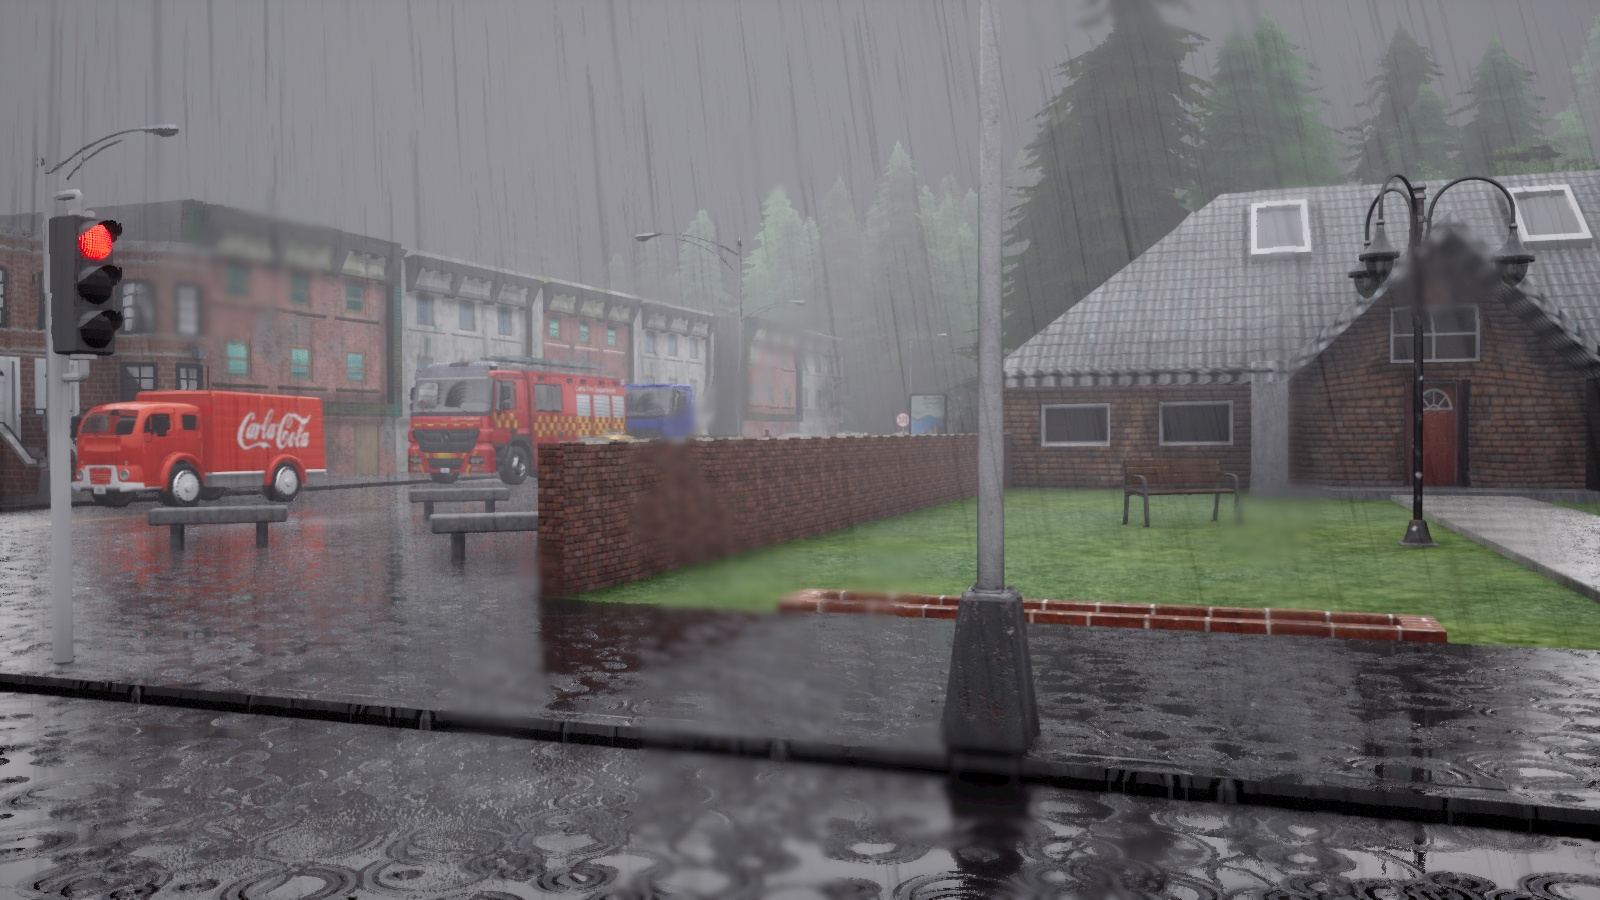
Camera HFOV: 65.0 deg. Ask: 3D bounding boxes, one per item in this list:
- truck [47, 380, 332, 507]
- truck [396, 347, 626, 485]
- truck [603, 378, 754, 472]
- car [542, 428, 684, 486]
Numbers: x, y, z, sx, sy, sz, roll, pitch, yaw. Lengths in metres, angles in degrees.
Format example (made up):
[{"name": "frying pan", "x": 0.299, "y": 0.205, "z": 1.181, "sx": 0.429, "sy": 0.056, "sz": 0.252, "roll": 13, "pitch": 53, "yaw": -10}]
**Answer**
[{"name": "truck", "x": -13.065, "y": -0.134, "z": 27.342, "sx": 2.627, "sy": 2.467, "sz": 5.204, "roll": 1, "pitch": 0, "yaw": 20}, {"name": "truck", "x": -8.723, "y": -1.000, "z": 39.321, "sx": 2.891, "sy": 3.827, "sz": 8.468, "roll": 1, "pitch": 1, "yaw": 20}, {"name": "truck", "x": -4.694, "y": -0.980, "z": 50.418, "sx": 2.891, "sy": 3.462, "sz": 7.936, "roll": 1, "pitch": 1, "yaw": 20}, {"name": "car", "x": -5.366, "y": 0.155, "z": 36.880, "sx": 1.801, "sy": 1.575, "sz": 5.366, "roll": 1, "pitch": 1, "yaw": 20}]
